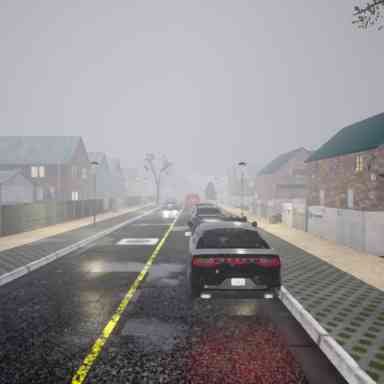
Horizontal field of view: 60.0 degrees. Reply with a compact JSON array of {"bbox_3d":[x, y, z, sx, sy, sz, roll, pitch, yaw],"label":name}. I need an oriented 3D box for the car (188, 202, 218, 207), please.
[{"bbox_3d":[0.859,1.512,18.489,1.837,1.490,4.892,0,0,0],"label":"car"}]

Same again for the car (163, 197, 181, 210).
[{"bbox_3d":[-2.671,1.540,42.771,2.128,1.511,4.902,0,0,0],"label":"car"}]

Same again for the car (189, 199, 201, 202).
[{"bbox_3d":[0.869,1.519,24.490,1.837,1.490,4.892,0,0,0],"label":"car"}]

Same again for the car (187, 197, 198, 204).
[{"bbox_3d":[0.121,1.677,66.029,2.033,1.411,5.357,0,0,0],"label":"car"}]

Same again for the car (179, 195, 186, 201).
[{"bbox_3d":[-2.579,1.672,92.514,1.994,1.385,4.181,0,0,0],"label":"car"}]

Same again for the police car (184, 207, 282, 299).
[{"bbox_3d":[0.840,1.424,8.598,1.930,1.638,5.238,0,0,0],"label":"police car"}]

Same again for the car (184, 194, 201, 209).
[{"bbox_3d":[0.121,1.281,46.803,2.150,2.045,5.566,0,0,1],"label":"car"}]
